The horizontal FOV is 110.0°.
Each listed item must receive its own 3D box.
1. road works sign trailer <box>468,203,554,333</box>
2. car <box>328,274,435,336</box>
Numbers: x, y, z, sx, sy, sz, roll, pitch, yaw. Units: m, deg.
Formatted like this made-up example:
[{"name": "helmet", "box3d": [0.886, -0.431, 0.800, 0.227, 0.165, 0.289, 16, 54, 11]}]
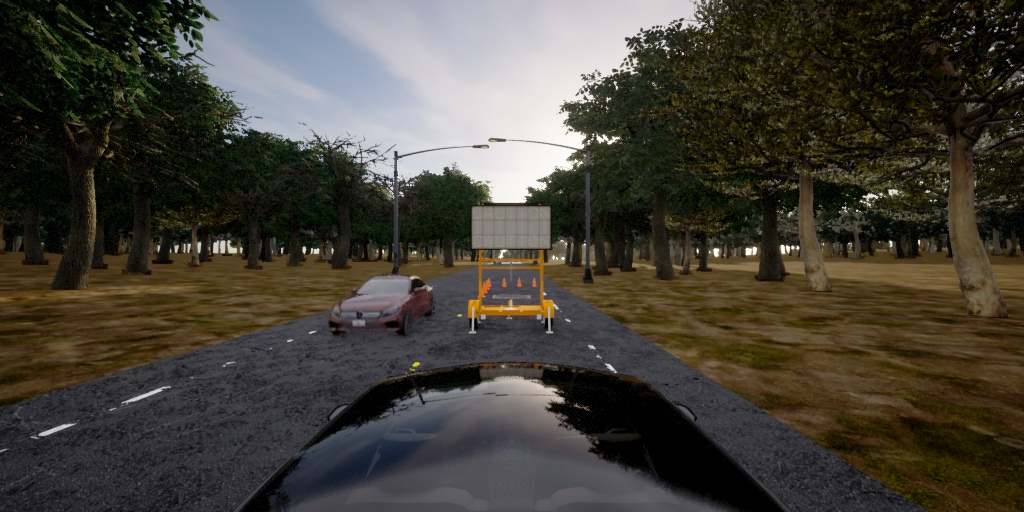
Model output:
[{"name": "road works sign trailer", "box3d": [-0.026, 0.223, 10.711, 2.380, 3.560, 2.880, 0, 0, 0]}, {"name": "car", "box3d": [-3.510, 1.284, 10.541, 1.812, 1.442, 4.674, 0, 0, 0]}]
